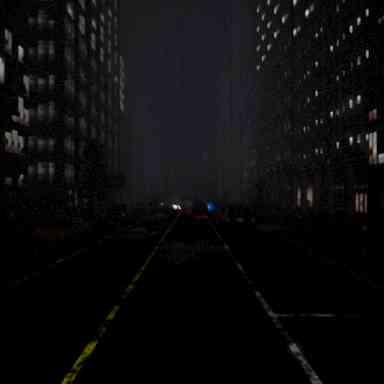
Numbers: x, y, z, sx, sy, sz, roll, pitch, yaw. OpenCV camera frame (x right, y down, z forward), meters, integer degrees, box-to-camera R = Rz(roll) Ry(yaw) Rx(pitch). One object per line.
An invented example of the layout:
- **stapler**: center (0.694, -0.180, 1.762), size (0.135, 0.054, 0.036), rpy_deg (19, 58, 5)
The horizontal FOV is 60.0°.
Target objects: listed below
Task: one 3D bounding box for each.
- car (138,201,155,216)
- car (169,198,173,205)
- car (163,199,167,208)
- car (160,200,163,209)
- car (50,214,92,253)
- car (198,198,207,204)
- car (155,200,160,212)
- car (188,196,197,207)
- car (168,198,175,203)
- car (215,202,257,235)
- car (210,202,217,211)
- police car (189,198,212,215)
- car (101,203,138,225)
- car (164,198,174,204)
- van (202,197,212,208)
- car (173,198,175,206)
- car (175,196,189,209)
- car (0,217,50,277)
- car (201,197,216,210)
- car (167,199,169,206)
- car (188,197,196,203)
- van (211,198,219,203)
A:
- **car**: center (-5.708, 1.898, 37.239), size (2.008, 1.369, 4.403), rpy_deg (-1, -1, 0)
- **car**: center (-5.718, 2.216, 71.339), size (2.008, 1.369, 4.403), rpy_deg (-1, -1, 0)
- **car**: center (-5.713, 2.057, 54.289), size (2.008, 1.369, 4.403), rpy_deg (-1, -1, 0)
- **car**: center (-5.711, 1.998, 48.605), size (1.887, 1.381, 4.507), rpy_deg (-1, -1, 0)
- **car**: center (-5.702, 1.660, 14.336), size (1.752, 1.417, 4.829), rpy_deg (-1, -1, 0)
- **car**: center (2.660, 2.321, 82.708), size (2.008, 1.369, 4.403), rpy_deg (-1, -1, 0)
- **car**: center (-5.709, 1.966, 42.922), size (1.947, 1.339, 4.313), rpy_deg (-1, -1, 0)
- **car**: center (0.886, 1.801, 48.242), size (2.097, 1.767, 4.553), rpy_deg (0, -1, 0)
- **car**: center (-5.723, 2.457, 94.072), size (1.802, 1.307, 4.206), rpy_deg (-1, -1, 0)
- **car**: center (2.676, 1.629, 20.192), size (1.967, 1.590, 4.097), rpy_deg (-1, -1, 0)
- **car**: center (2.676, 1.769, 26.044), size (1.752, 1.417, 4.829), rpy_deg (-1, -1, 0)
- **police car**: center (0.889, 1.783, 38.381), size (1.930, 1.638, 5.238), rpy_deg (0, -1, 0)
- **car**: center (-5.706, 1.682, 25.873), size (1.967, 1.590, 4.097), rpy_deg (-1, -1, 0)
- **car**: center (-5.720, 2.321, 82.705), size (2.008, 1.369, 4.403), rpy_deg (-1, -1, 0)
- **van**: center (2.664, 1.900, 59.976), size (1.690, 1.788, 3.998), rpy_deg (-1, -1, 0)
- **car**: center (-3.021, 2.187, 71.771), size (2.128, 1.511, 4.902), rpy_deg (0, -1, 0)
- **car**: center (-0.157, 1.730, 54.657), size (2.150, 2.045, 5.566), rpy_deg (-1, 0, 24)
- **car**: center (-5.701, 1.523, 8.823), size (1.967, 1.590, 4.097), rpy_deg (-1, -1, 0)
- **car**: center (2.665, 1.821, 54.293), size (2.192, 1.841, 5.009), rpy_deg (-1, -1, 0)
- **car**: center (-5.714, 2.141, 59.972), size (1.802, 1.307, 4.206), rpy_deg (-1, -1, 0)
- **car**: center (-0.025, 2.246, 89.279), size (2.128, 1.511, 4.902), rpy_deg (0, -1, 0)
- **van**: center (2.669, 1.742, 42.926), size (1.690, 1.788, 3.998), rpy_deg (-1, -1, 0)
